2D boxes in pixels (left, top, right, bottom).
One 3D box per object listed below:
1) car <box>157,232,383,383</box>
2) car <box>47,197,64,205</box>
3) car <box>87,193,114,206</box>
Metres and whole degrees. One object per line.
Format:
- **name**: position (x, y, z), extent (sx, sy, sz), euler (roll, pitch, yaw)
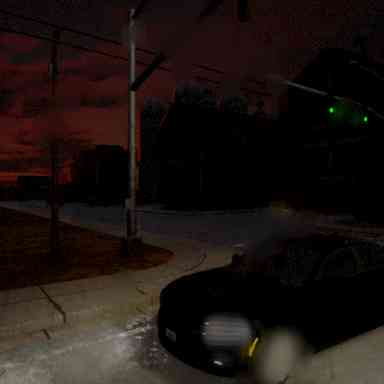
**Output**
- **car**: position (1.845, 1.475, 5.434), extent (5.008, 1.535, 1.882), euler (0, -1, -32)
- **car**: position (-23.339, 1.537, 56.662), extent (1.994, 1.385, 4.181), euler (0, 0, -36)
- **car**: position (-13.807, 1.118, 50.592), extent (3.866, 1.878, 1.905), euler (-2, 5, 11)
